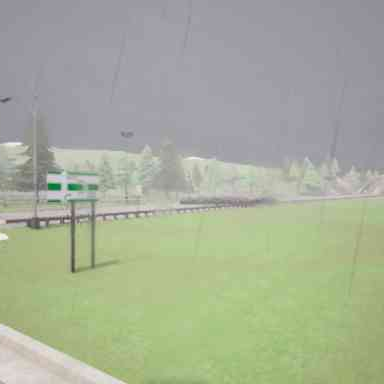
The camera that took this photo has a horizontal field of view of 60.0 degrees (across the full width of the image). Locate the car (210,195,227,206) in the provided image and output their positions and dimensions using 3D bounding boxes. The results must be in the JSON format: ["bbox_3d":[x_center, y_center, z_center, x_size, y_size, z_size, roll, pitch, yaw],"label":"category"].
[{"bbox_3d":[5.258,1.440,52.513,1.837,1.490,4.892,0,0,35],"label":"car"}]

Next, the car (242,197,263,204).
[{"bbox_3d":[11.095,1.536,60.974,1.895,1.301,4.718,0,0,35],"label":"car"}]

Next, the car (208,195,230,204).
[{"bbox_3d":[5.337,1.395,64.954,1.882,1.535,5.008,0,0,35],"label":"car"}]

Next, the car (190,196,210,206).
[{"bbox_3d":[2.386,1.418,54.514,2.128,1.511,4.902,0,0,35],"label":"car"}]

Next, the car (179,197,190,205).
[{"bbox_3d":[-0.314,1.482,56.747,1.994,1.385,4.181,0,0,35],"label":"car"}]

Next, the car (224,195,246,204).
[{"bbox_3d":[8.208,1.418,62.951,2.128,1.511,4.902,0,0,35],"label":"car"}]

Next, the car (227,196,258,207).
[{"bbox_3d":[7.624,1.449,49.798,1.837,1.490,4.892,0,0,35],"label":"car"}]

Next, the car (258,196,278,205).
[{"bbox_3d":[13.475,1.448,58.267,1.837,1.490,4.892,0,0,35],"label":"car"}]
